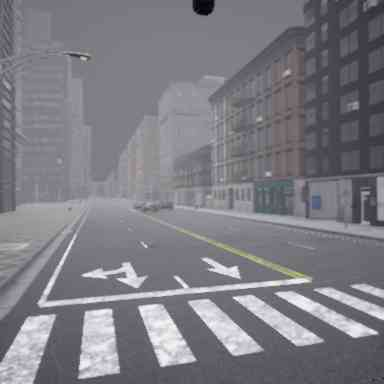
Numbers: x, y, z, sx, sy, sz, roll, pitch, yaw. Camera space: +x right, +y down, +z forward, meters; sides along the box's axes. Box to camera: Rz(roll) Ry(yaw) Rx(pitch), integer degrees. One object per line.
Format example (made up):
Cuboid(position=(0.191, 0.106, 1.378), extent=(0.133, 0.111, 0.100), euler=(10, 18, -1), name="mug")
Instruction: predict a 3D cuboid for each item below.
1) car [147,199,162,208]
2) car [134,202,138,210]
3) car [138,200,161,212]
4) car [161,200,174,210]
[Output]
Cuboid(position=(-7.026, 2.177, 62.012), extent=(2.128, 1.511, 4.902), euler=(0, -1, -16), name="car")
Cuboid(position=(-8.515, 2.232, 55.061), extent=(1.895, 1.301, 4.718), euler=(0, -1, -16), name="car")
Cuboid(position=(-5.917, 2.047, 46.130), extent=(1.812, 1.442, 4.674), euler=(0, -1, -16), name="car")
Cuboid(position=(-4.155, 2.068, 52.010), extent=(1.837, 1.490, 4.892), euler=(0, -1, -16), name="car")
